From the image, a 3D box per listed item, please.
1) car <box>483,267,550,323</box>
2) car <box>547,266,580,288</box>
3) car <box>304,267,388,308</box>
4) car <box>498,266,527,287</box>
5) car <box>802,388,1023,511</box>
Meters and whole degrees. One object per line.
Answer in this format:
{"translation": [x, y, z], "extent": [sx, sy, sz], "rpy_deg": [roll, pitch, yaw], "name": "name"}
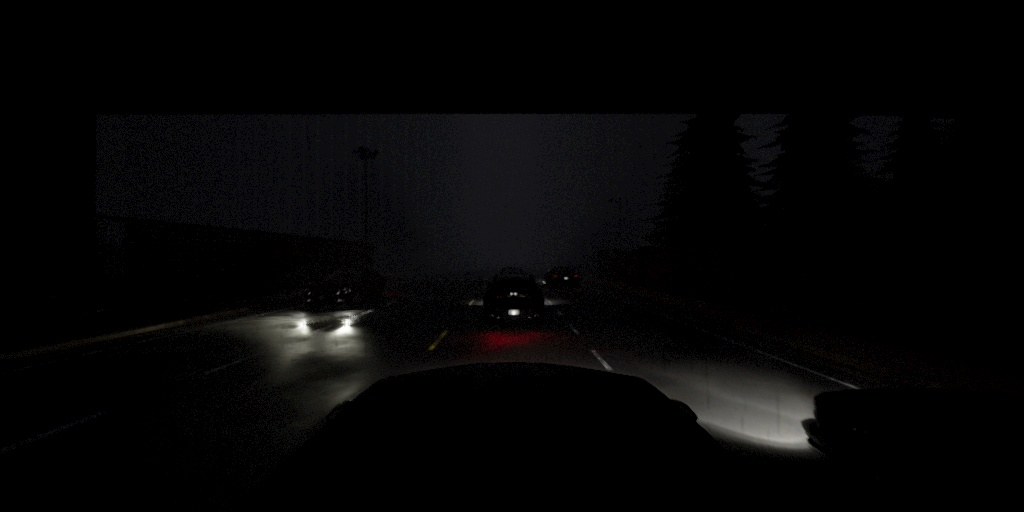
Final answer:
{"translation": [0.052, 1.306, 12.330], "extent": [1.837, 1.490, 4.892], "rpy_deg": [0, 0, 0], "name": "car"}
{"translation": [3.512, 1.422, 25.324], "extent": [1.994, 1.385, 4.181], "rpy_deg": [0, 0, 0], "name": "car"}
{"translation": [-7.134, 1.297, 15.934], "extent": [1.882, 1.535, 5.008], "rpy_deg": [0, 0, 0], "name": "car"}
{"translation": [-0.006, 1.465, 26.408], "extent": [1.895, 1.301, 4.718], "rpy_deg": [0, 0, -1], "name": "car"}
{"translation": [3.651, 1.291, 0.830], "extent": [2.033, 1.411, 5.357], "rpy_deg": [0, 0, -1], "name": "car"}
